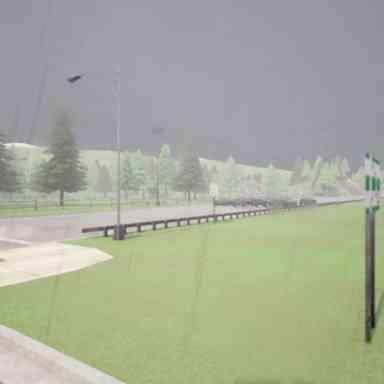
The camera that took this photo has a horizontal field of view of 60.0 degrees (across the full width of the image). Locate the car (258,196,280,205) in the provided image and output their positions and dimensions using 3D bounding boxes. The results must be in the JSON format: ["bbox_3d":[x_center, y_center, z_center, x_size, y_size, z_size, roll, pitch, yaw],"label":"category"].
[{"bbox_3d":[13.714,1.489,59.044,2.128,1.511,4.902,0,0,35],"label":"car"}]

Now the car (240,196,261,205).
[{"bbox_3d":[10.845,1.475,61.048,1.882,1.535,5.008,0,0,35],"label":"car"}]

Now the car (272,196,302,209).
[{"bbox_3d":[13.121,1.503,45.891,1.837,1.490,4.892,0,0,35],"label":"car"}]

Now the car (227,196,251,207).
[{"bbox_3d":[7.887,1.489,50.610,2.128,1.511,4.902,0,0,35],"label":"car"}]

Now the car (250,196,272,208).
[{"bbox_3d":[10.758,1.503,48.607,1.837,1.490,4.892,0,0,35],"label":"car"}]

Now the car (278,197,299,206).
[{"bbox_3d":[16.600,1.599,57.064,1.895,1.301,4.718,0,0,35],"label":"car"}]

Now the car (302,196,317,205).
[{"bbox_3d":[18.978,1.503,54.357,1.837,1.490,4.892,0,0,35],"label":"car"}]

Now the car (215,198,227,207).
[{"bbox_3d":[5.188,1.561,52.845,1.994,1.385,4.181,0,0,35],"label":"car"}]
